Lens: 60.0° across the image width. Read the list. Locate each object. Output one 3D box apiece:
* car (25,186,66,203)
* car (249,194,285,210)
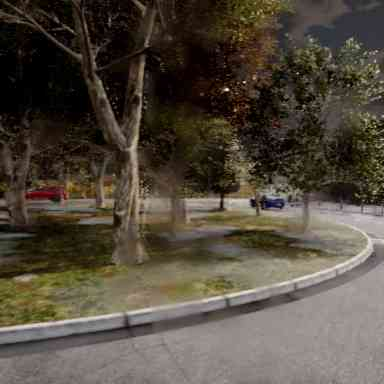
[{"bbox_3d":[-17.443,0.261,38.302,5.566,2.045,2.150,0,1,-27],"label":"car"},{"bbox_3d":[7.624,0.978,34.256,1.882,1.535,5.008,0,1,-16],"label":"car"}]
